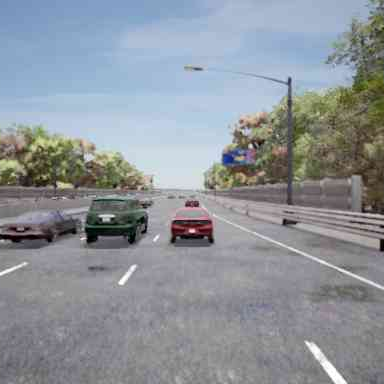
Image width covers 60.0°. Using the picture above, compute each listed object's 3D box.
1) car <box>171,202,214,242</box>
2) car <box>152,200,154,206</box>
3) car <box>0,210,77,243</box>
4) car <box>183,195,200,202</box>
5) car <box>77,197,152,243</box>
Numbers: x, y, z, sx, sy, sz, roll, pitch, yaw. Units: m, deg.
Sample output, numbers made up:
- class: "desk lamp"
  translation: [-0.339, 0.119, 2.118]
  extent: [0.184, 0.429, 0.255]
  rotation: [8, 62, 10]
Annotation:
- class: "car"
  translation: [0.008, 1.486, 16.410]
  extent: [1.882, 1.535, 5.008]
  rotation: [0, 0, 0]
- class: "car"
  translation: [-6.979, 1.574, 51.292]
  extent: [2.033, 1.411, 5.357]
  rotation: [0, 0, 0]
- class: "car"
  translation: [-6.993, 1.556, 16.087]
  extent: [2.033, 1.411, 5.357]
  rotation: [0, 0, 0]
- class: "car"
  translation: [0.018, 1.501, 45.901]
  extent: [1.882, 1.535, 5.008]
  rotation: [0, 0, 0]
- class: "car"
  translation: [-3.494, 1.230, 16.277]
  extent: [2.150, 2.045, 5.566]
  rotation: [0, 0, 0]
